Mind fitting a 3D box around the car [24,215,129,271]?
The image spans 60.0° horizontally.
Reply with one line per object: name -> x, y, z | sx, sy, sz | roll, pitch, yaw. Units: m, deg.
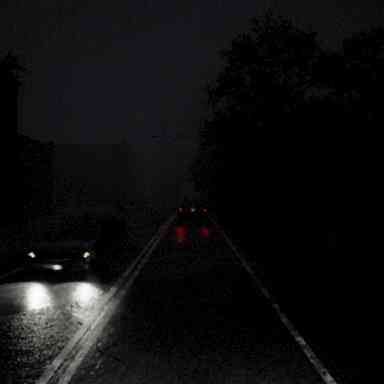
car -> -3.370, 1.482, 10.956 | 2.033, 1.411, 5.357 | 0, 0, 0

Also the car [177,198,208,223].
car -> 0.059, 1.241, 24.116 | 2.097, 1.767, 4.553 | 0, 0, 0

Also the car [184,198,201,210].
car -> 0.116, 1.445, 41.952 | 2.033, 1.411, 5.357 | 0, 0, 0
